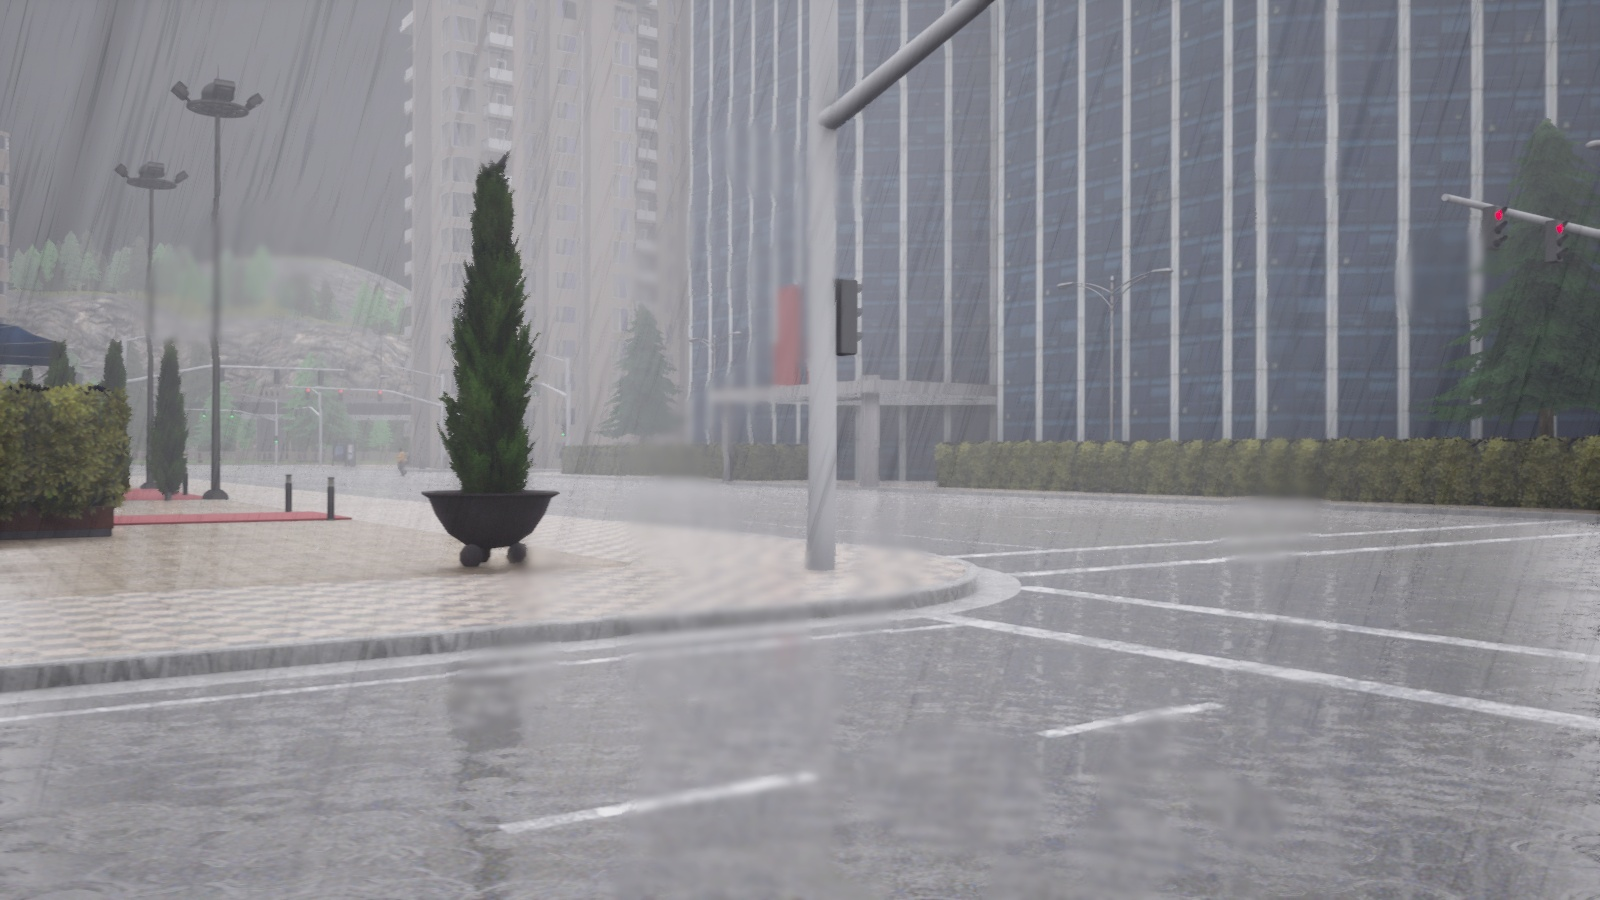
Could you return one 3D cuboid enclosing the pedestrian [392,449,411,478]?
[{"bbox_3d":[-24.909,0.839,78.462,0.900,1.855,0.874,0,0,-33],"label":"pedestrian"}]
